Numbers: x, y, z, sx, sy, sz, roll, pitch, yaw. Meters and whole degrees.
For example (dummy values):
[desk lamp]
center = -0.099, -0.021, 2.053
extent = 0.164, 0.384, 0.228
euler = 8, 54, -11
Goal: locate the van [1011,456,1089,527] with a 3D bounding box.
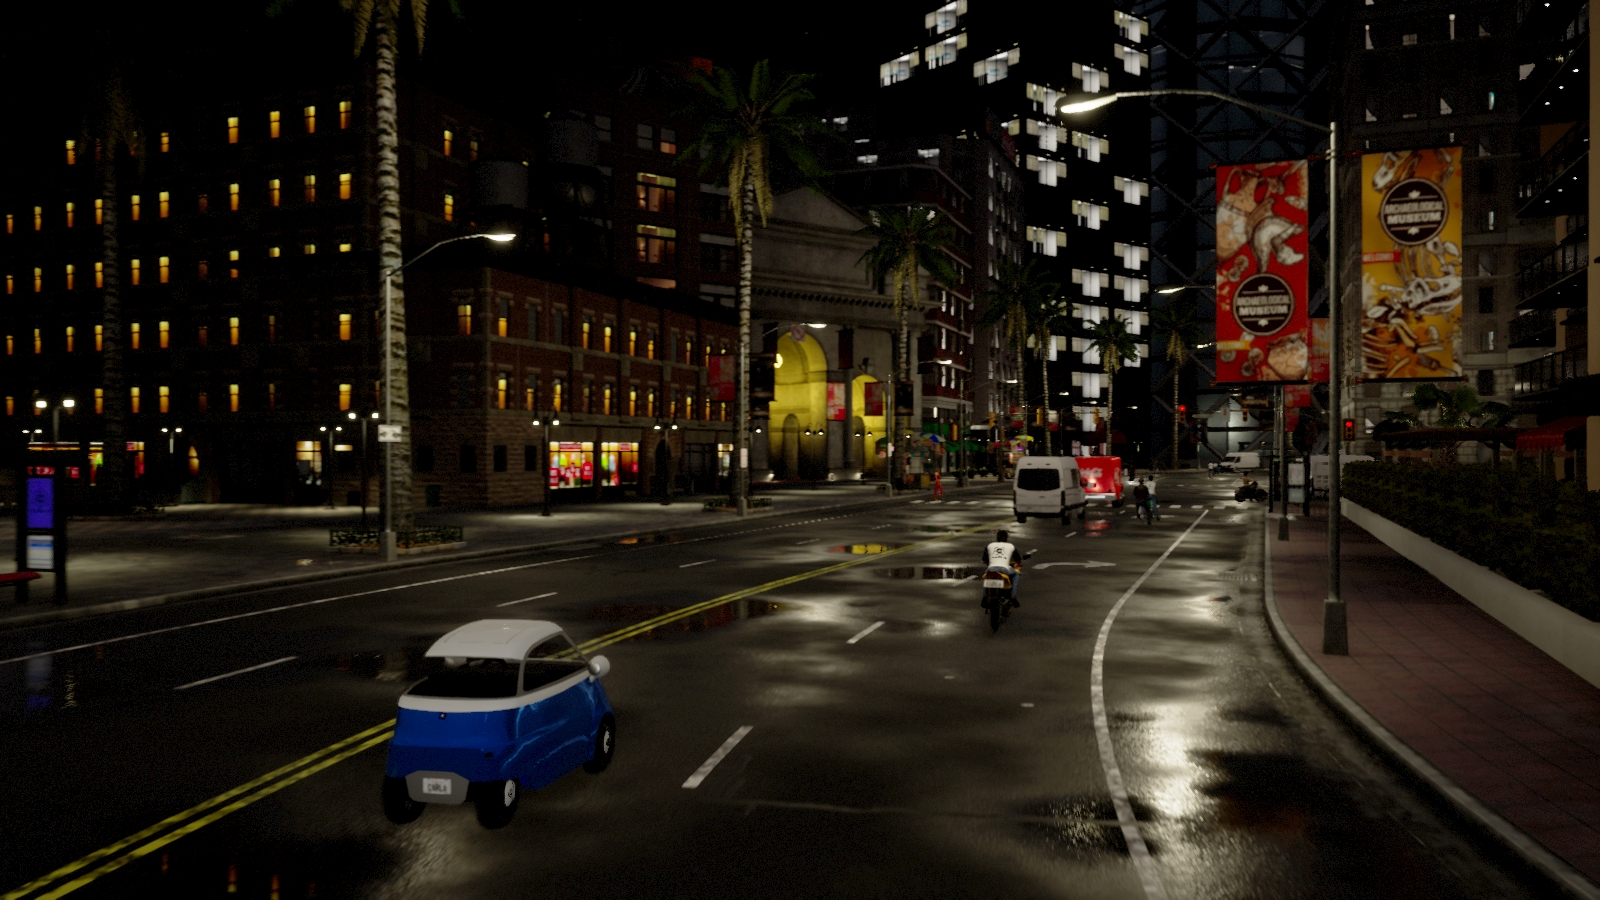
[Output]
[van]
center = 9.908, 1.539, 44.946
extent = 1.988, 2.561, 5.915
euler = 0, 0, 22

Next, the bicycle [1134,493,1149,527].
[bicycle]
center = 12.635, 2.216, 42.260
extent = 0.329, 1.171, 1.835
euler = 0, 0, 22

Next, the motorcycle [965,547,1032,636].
[motorcycle]
center = 3.184, 2.214, 18.190
extent = 0.803, 1.145, 2.033
euler = 0, 0, 17

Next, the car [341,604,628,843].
[car]
center = -2.467, 2.119, 9.385
extent = 1.481, 1.376, 2.207
euler = 0, 0, 9
